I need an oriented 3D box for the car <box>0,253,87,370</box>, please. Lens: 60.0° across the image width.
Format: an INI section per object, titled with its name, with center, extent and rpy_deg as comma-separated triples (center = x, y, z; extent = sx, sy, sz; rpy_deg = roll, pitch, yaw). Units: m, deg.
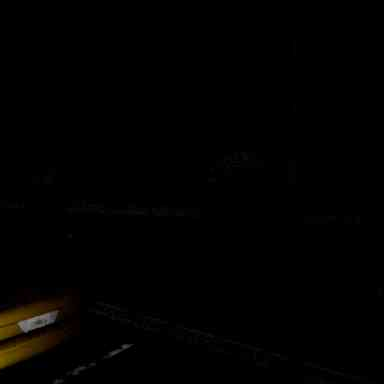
[car]
center = -3.733, 1.539, 5.365
extent = 4.829, 1.417, 1.752
rpy_deg = 0, 0, 35
